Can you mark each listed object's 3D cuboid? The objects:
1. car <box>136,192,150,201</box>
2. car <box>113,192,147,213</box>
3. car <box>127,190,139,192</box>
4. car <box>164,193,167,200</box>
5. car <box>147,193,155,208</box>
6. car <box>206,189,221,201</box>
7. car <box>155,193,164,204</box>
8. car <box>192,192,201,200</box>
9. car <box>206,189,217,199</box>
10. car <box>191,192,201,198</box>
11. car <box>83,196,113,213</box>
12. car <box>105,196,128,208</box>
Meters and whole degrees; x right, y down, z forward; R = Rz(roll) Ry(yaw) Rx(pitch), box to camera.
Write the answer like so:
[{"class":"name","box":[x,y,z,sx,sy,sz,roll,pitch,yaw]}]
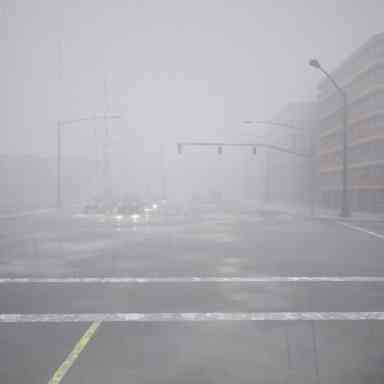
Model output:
[{"class":"car","box":[-9.675,0.849,65.972,2.128,1.511,4.902,0,1,1]},{"class":"car","box":[-6.337,1.226,34.590,2.097,1.767,4.553,0,1,0]},{"class":"car","box":[-9.765,0.786,54.230,2.150,2.045,5.566,0,1,0]},{"class":"car","box":[-6.149,0.921,68.035,1.895,1.301,4.718,0,1,0]},{"class":"car","box":[-6.310,1.277,43.472,1.812,1.442,4.674,0,1,0]},{"class":"car","box":[4.453,0.593,65.123,2.150,2.045,5.566,0,1,0]},{"class":"car","box":[-6.271,1.062,53.868,2.128,1.511,4.902,0,1,0]},{"class":"car","box":[0.854,0.959,65.865,1.895,1.301,4.718,0,1,0]},{"class":"car","box":[4.383,0.428,75.739,2.150,2.045,5.566,0,1,0]},{"class":"car","box":[0.883,0.649,75.841,2.033,1.411,5.357,0,1,0]},{"class":"car","box":[-9.835,1.225,34.932,2.097,1.767,4.553,0,1,0]},{"class":"car","box":[-9.810,1.314,43.575,1.994,1.385,4.181,0,1,0]}]
